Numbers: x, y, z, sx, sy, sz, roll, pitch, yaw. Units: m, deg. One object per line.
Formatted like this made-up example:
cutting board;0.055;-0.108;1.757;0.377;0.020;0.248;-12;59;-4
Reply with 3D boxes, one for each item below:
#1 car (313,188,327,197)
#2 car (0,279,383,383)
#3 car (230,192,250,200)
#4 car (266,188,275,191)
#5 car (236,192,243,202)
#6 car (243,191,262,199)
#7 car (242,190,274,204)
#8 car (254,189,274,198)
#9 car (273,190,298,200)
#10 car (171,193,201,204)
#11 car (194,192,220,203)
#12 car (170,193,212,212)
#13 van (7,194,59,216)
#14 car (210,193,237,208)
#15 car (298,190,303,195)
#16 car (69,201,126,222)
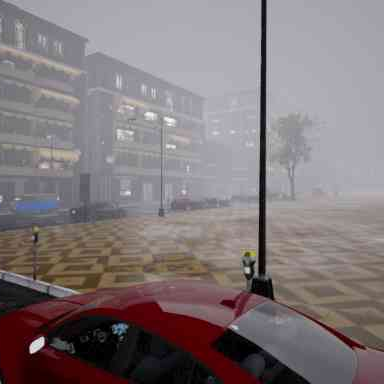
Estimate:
car;29.099;0.008;75.579;2.150;2.045;5.566;1;1;35
car;-0.310;1.544;3.090;4.507;1.381;1.887;0;0;36
car;8.761;0.649;60.519;1.947;1.339;4.313;2;2;35
car;13.242;0.357;57.011;2.150;2.045;5.566;1;1;35
car;7.360;0.788;48.472;2.128;1.511;4.902;1;1;34
car;11.848;0.525;64.947;1.752;1.417;4.829;2;2;35
car;9.268;0.876;46.589;2.008;1.369;4.403;2;2;35
car;15.132;0.227;69.650;2.192;1.841;5.009;2;2;35
car;15.734;0.675;55.866;1.752;1.417;4.829;2;2;35
car;-0.791;0.910;46.811;1.947;1.339;4.313;2;2;35
car;2.393;0.808;51.380;2.008;1.369;4.403;2;2;35
car;-0.284;1.132;32.881;1.887;1.381;4.507;2;2;35
van;-13.524;1.035;28.530;1.690;1.788;3.998;2;2;35
car;2.900;1.050;37.451;2.008;1.369;4.403;2;2;35
car;27.865;0.114;87.932;1.887;1.381;4.507;2;2;35
car;-6.651;1.329;23.745;1.947;1.339;4.313;2;2;35
